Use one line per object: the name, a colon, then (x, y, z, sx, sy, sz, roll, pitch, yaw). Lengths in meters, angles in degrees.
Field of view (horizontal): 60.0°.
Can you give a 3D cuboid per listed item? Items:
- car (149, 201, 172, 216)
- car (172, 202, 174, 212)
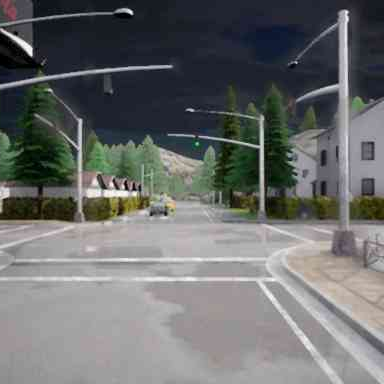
car: (-3.583, 1.903, 36.972, 1.812, 1.442, 4.674, 0, -1, 0)
car: (-3.585, 1.961, 47.444, 1.882, 1.535, 5.008, 0, -1, 0)
